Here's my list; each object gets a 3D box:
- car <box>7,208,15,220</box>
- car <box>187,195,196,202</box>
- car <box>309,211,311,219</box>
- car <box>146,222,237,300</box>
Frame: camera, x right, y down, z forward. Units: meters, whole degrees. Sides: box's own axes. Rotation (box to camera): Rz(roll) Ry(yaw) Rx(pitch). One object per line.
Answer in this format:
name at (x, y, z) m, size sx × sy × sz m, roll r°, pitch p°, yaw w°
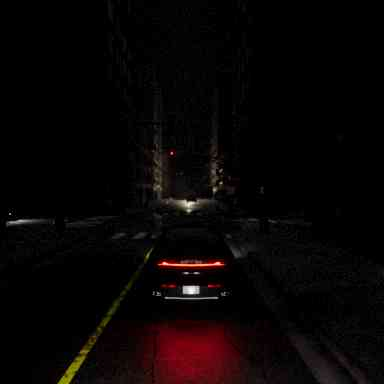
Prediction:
car at (-15.165, 1.387, 24.053) m, size 4.181 × 1.385 × 1.994 m, roll 1°, pitch 0°, yaw -1°
car at (-0.154, 1.486, 77.423) m, size 2.097 × 1.767 × 4.553 m, roll 0°, pitch 0°, yaw 0°
car at (12.301, 1.724, 27.523) m, size 5.008 × 1.535 × 1.882 m, roll 1°, pitch 0°, yaw -1°
car at (-0.016, 1.507, 8.371) m, size 1.837 × 1.490 × 4.892 m, roll 0°, pitch 0°, yaw 0°
